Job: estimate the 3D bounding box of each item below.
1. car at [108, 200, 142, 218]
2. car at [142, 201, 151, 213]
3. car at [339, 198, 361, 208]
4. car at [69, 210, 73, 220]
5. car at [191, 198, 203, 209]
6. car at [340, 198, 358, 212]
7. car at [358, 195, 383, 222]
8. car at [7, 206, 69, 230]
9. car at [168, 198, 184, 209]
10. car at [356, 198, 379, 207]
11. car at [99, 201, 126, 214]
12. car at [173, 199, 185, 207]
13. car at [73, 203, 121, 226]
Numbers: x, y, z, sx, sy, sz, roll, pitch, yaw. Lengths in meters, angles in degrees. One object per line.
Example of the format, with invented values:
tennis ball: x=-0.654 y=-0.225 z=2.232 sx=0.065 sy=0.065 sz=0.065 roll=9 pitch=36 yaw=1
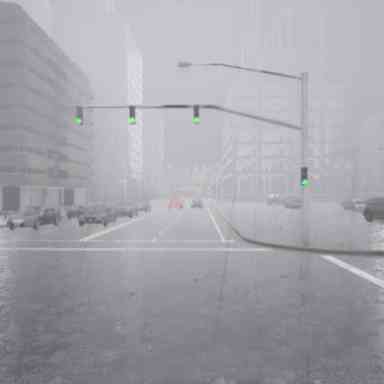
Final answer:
car: x=-6.825 y=1.660 z=33.952 sx=2.097 sy=1.767 sz=4.553 roll=0 pitch=0 yaw=2
car: x=-6.547 y=1.883 z=43.831 sx=2.128 sy=1.511 sz=4.902 roll=0 pitch=0 yaw=2
car: x=26.403 y=1.802 z=55.725 sx=1.970 sy=1.475 sz=3.806 roll=0 pitch=0 yaw=2
car: x=-10.378 y=1.902 z=32.037 sx=1.895 sy=1.301 sz=4.718 roll=0 pitch=0 yaw=2
car: x=0.815 y=2.059 z=53.942 sx=1.895 sy=1.301 sz=4.718 roll=0 pitch=0 yaw=2
car: x=20.178 y=1.691 z=40.806 sx=1.970 sy=1.475 sz=3.806 roll=0 pitch=0 yaw=2
car: x=14.051 y=1.318 z=23.574 sx=1.932 sy=1.855 sz=4.605 roll=0 pitch=0 yaw=2
car: x=-10.627 y=1.715 z=22.773 sx=2.128 sy=1.511 sz=4.902 roll=0 pitch=0 yaw=2
car: x=-2.591 y=1.818 z=53.756 sx=2.097 sy=1.767 sz=4.553 roll=0 pitch=0 yaw=2
car: x=29.297 y=1.762 z=55.636 sx=1.784 sy=1.438 sz=3.905 roll=0 pitch=0 yaw=2
car: x=-10.087 y=1.938 z=42.573 sx=2.033 sy=1.411 sz=5.357 roll=0 pitch=0 yaw=2
car: x=-2.440 y=2.048 z=62.886 sx=1.837 sy=1.490 sz=4.892 roll=0 pitch=0 yaw=2
car: x=-7.059 y=1.799 z=25.251 sx=1.994 sy=1.385 sz=4.181 roll=0 pitch=0 yaw=2
